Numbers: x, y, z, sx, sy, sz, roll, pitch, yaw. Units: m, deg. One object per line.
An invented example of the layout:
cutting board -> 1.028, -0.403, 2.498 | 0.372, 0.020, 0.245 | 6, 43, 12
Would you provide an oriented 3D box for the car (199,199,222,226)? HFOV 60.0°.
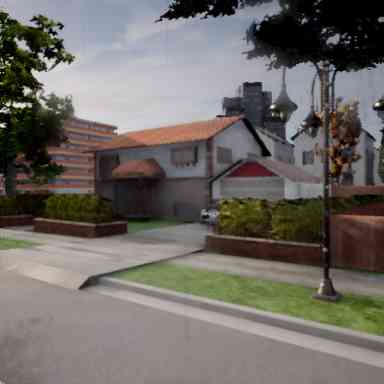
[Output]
car -> 2.092, 1.122, 18.650 | 1.970, 1.475, 3.806 | 0, 0, 36
